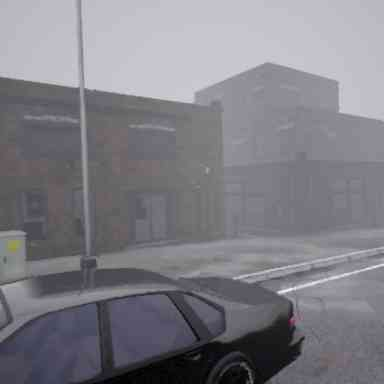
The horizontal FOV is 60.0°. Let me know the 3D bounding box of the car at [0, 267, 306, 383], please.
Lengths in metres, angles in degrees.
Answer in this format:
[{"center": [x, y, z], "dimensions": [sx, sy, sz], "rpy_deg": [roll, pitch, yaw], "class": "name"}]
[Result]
[{"center": [-1.203, 1.547, 3.134], "dimensions": [5.357, 1.411, 2.033], "rpy_deg": [0, 0, -36], "class": "car"}]
